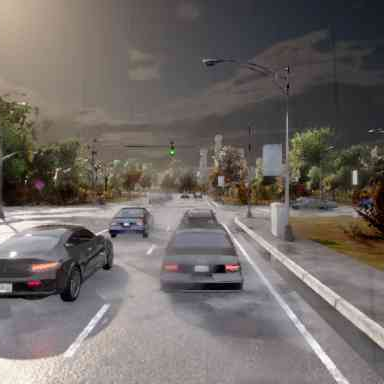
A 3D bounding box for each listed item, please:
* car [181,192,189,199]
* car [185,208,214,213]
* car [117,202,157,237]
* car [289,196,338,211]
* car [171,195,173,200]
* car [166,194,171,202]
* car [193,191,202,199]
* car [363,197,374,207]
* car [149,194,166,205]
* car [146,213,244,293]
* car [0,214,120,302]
[{"bbox_3d":[-1.826,1.064,85.597,1.895,1.301,4.718,0,1,1],"label":"car"},{"bbox_3d":[0.434,1.556,18.873,1.895,1.301,4.718,0,0,2],"label":"car"},{"bbox_3d":[-3.091,1.508,17.672,2.033,1.411,5.357,0,0,-2],"label":"car"},{"bbox_3d":[14.169,1.421,38.893,5.357,1.411,2.033,0,0,-2],"label":"car"},{"bbox_3d":[-5.494,1.174,76.773,2.033,1.411,5.357,0,1,1],"label":"car"},{"bbox_3d":[-5.756,1.281,65.744,1.812,1.442,4.674,0,1,2],"label":"car"},{"bbox_3d":[1.679,0.994,85.845,1.812,1.442,4.674,0,1,1],"label":"car"},{"bbox_3d":[23.704,1.335,42.737,5.008,1.535,1.882,-1,0,-2],"label":"car"},{"bbox_3d":[-6.016,1.353,55.705,2.033,1.411,5.357,0,0,1],"label":"car"},{"bbox_3d":[0.228,1.536,8.992,2.033,1.411,5.357,0,0,1],"label":"car"},{"bbox_3d":[-3.281,1.515,8.152,1.812,1.442,4.674,0,0,1],"label":"car"}]
